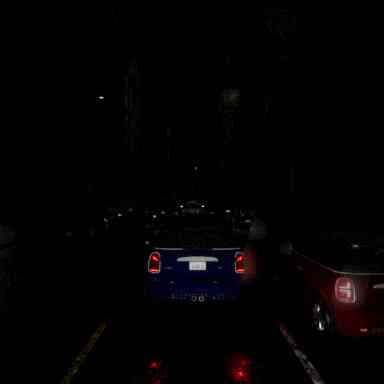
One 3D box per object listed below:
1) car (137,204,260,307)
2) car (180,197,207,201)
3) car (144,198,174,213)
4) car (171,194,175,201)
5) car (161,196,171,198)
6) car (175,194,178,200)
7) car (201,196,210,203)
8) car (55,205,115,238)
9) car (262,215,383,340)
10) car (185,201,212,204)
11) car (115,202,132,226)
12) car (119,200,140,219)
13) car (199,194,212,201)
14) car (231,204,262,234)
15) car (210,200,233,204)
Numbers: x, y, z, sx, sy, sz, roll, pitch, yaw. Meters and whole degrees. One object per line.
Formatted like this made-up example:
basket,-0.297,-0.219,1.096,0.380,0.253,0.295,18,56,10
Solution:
car,0.102,1.352,8.117,2.097,1.767,4.553,0,0,0
car,0.008,1.459,27.419,1.801,1.575,5.366,0,0,0
car,-2.992,1.554,29.329,2.033,1.411,5.357,0,0,0
car,-5.593,1.615,76.476,2.008,1.369,4.403,0,0,0
car,-5.616,1.625,65.659,1.802,1.307,4.206,0,0,0
car,-5.559,1.637,92.532,1.752,1.417,4.829,0,0,0
car,2.920,1.579,71.223,1.752,1.417,4.829,0,0,0
car,-5.666,1.567,17.553,1.947,1.339,4.313,0,0,0
car,2.856,1.440,6.548,1.967,1.590,4.097,0,0,0
car,0.101,1.479,17.398,1.882,1.535,5.008,0,0,0
car,-5.664,1.584,23.055,1.802,1.307,4.206,0,0,0
car,-5.663,1.443,28.556,1.967,1.590,4.097,0,0,0
car,2.908,1.483,65.644,1.967,1.590,4.097,0,0,0
car,2.859,1.552,17.551,2.008,1.369,4.403,0,0,0
car,2.863,1.569,28.553,1.947,1.339,4.313,0,0,0
